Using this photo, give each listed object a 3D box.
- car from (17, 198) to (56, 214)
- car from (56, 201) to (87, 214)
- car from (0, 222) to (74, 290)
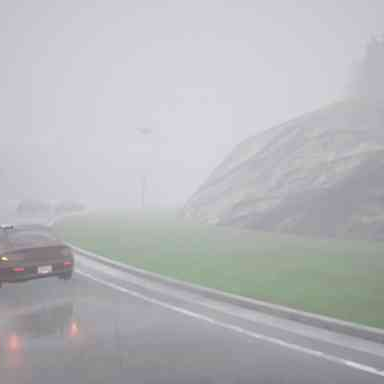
[{"bbox_3d":[-17.662,1.507,37.469,2.097,1.767,4.553,0,0,1],"label":"car"},{"bbox_3d":[-14.261,1.737,39.012,2.033,1.411,5.357,0,0,5],"label":"car"},{"bbox_3d":[-4.777,1.563,9.172,1.812,1.442,4.674,0,0,-41],"label":"car"}]
